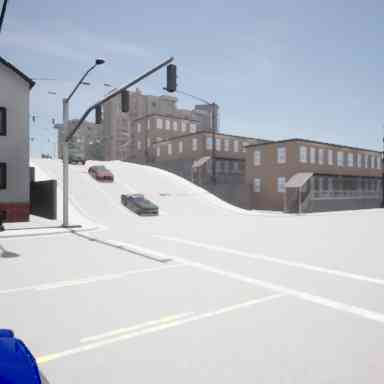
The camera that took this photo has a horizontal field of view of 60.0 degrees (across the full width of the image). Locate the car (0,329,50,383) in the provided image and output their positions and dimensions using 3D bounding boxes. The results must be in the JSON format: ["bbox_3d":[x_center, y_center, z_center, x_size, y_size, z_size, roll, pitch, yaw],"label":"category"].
[{"bbox_3d":[-3.145,1.602,1.528,4.718,1.301,1.895,0,0,-35],"label":"car"}]

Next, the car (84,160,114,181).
[{"bbox_3d":[-10.586,-2.318,38.715,1.994,1.385,4.181,0,17,-36],"label":"car"}]

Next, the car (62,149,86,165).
[{"bbox_3d":[-16.824,-5.018,47.363,2.150,2.045,5.566,0,8,-35],"label":"car"}]

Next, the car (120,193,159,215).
[{"bbox_3d":[-4.910,0.995,31.052,1.895,1.301,4.718,0,15,-36],"label":"car"}]
